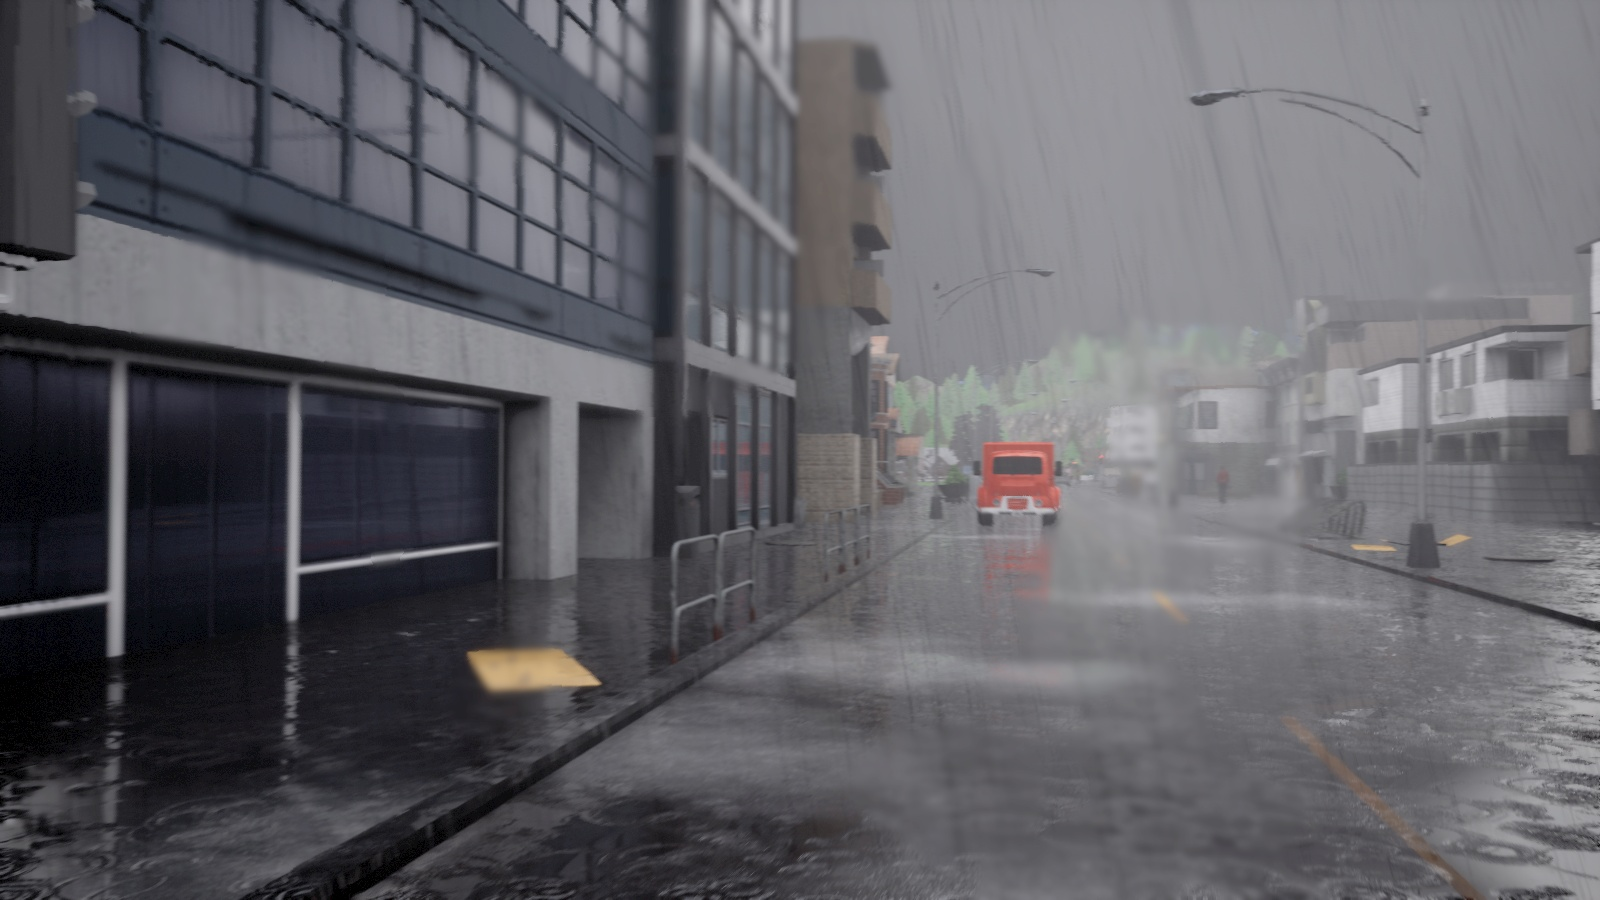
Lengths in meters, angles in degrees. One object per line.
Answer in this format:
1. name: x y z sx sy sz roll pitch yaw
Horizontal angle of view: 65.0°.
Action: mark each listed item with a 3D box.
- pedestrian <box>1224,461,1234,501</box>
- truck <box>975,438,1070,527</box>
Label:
1. pedestrian: 20.113 1.462 58.916 0.331 1.846 0.636 0 -1 9
2. truck: 6.708 0.948 37.752 2.627 2.467 5.204 0 -1 11
